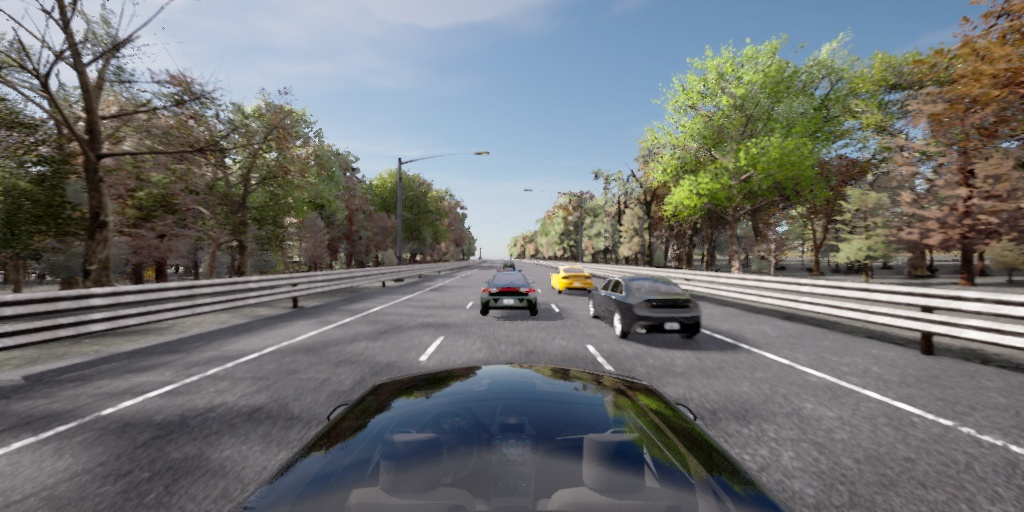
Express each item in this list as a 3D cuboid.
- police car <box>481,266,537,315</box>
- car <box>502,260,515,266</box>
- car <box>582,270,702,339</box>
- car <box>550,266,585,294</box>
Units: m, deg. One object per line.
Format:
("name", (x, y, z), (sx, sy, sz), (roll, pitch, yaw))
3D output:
("police car", (-0.103, 1.323, 14.042), (2.038, 1.542, 4.974), (0, -1, 0))
("car", (-0.573, 1.415, 58.837), (2.097, 1.767, 4.553), (0, 0, -1))
("car", (3.483, 1.302, 10.246), (1.837, 1.490, 4.892), (0, 0, 0))
("car", (3.418, 1.337, 21.283), (1.882, 1.535, 5.008), (0, 0, 0))
